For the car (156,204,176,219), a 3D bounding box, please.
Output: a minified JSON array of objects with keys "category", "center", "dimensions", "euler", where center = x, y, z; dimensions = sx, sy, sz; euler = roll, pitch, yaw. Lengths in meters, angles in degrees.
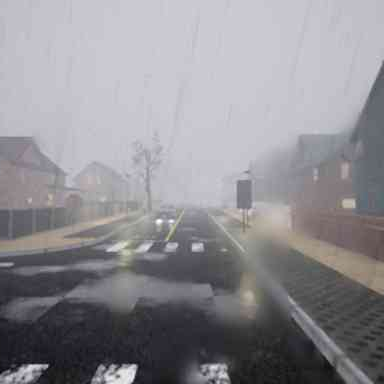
[{"category":"car","center":[-2.618,1.969,34.490],"dimensions":[2.033,1.411,5.357],"euler":[0,-1,0]}]
